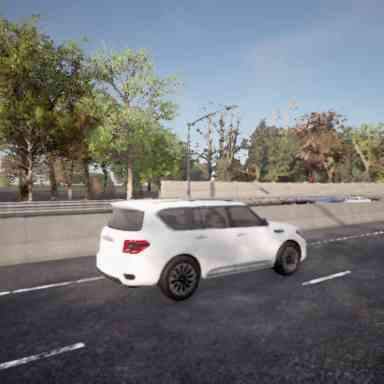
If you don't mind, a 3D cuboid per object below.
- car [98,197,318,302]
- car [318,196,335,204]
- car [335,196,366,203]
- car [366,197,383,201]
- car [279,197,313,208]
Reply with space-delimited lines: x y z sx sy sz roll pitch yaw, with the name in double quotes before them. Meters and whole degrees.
"car" 0.474 1.183 8.425 5.566 2.045 2.150 -1 0 -35
"car" 17.332 1.249 42.127 4.674 1.442 1.812 0 0 -35
"car" 19.379 1.249 39.289 4.674 1.442 1.812 0 0 -35
"car" 21.441 1.249 36.463 4.674 1.442 1.812 0 0 -35
"car" 13.710 1.337 43.740 4.718 1.301 1.895 0 0 -36
